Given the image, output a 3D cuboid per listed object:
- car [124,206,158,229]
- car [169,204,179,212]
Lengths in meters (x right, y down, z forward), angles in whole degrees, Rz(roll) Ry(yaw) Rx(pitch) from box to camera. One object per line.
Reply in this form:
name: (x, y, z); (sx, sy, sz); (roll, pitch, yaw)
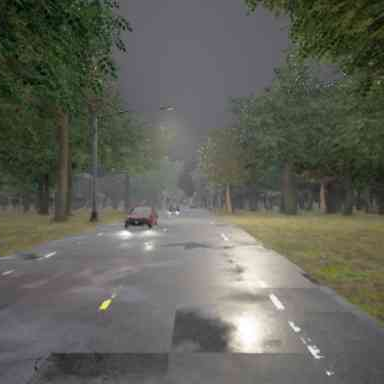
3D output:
car: (-3.605, 1.763, 24.140); (1.882, 1.535, 5.008); (0, -1, 0)
car: (-3.523, 3.132, 65.562); (1.812, 1.442, 4.674); (0, -2, 0)
